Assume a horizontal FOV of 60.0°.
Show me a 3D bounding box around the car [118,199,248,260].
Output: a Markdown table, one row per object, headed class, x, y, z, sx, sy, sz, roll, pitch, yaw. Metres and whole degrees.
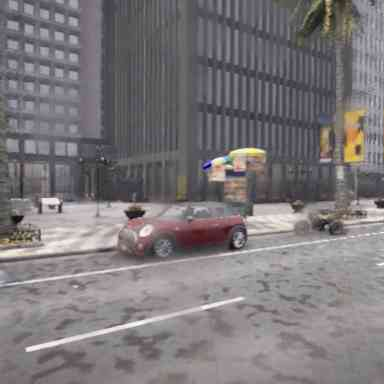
| class | x | y | z | sx | sy | sz | roll | pitch | yaw |
| --- | --- | --- | --- | --- | --- | --- | --- | --- | --- |
| car | -0.241 | 1.142 | 11.644 | 4.553 | 1.767 | 2.185 | 0 | 1 | -34 |
